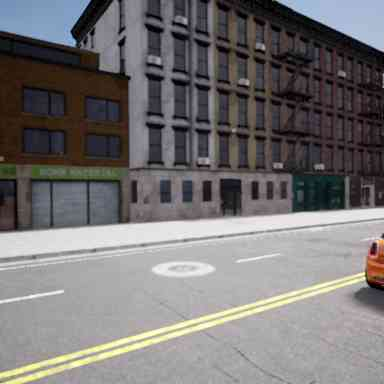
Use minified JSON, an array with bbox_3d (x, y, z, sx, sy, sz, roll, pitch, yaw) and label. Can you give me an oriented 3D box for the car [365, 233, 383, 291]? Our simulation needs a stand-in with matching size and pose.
[{"bbox_3d":[6.016,1.280,7.602,4.553,1.767,2.097,-1,0,-34],"label":"car"}]
